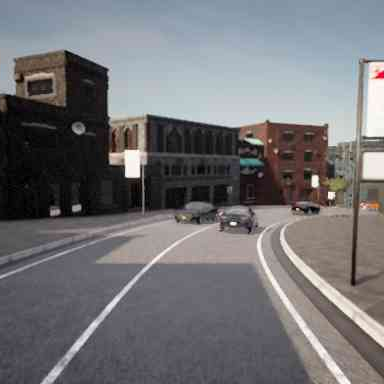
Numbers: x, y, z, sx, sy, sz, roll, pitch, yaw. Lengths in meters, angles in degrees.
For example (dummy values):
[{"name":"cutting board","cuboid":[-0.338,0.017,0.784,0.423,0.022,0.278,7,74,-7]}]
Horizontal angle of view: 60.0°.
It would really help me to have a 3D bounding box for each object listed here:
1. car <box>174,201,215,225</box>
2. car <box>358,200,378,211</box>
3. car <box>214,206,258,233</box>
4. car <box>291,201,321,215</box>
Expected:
[{"name":"car","cuboid":[0.412,1.418,24.128,1.882,1.535,5.008,2,1,22]},{"name":"car","cuboid":[28.550,2.095,53.332,4.553,1.767,2.097,2,3,-23]},{"name":"car","cuboid":[2.930,1.558,20.288,1.812,1.442,4.674,1,0,17]},{"name":"car","cuboid":[13.012,1.771,37.716,1.882,1.535,5.008,4,1,41]}]
